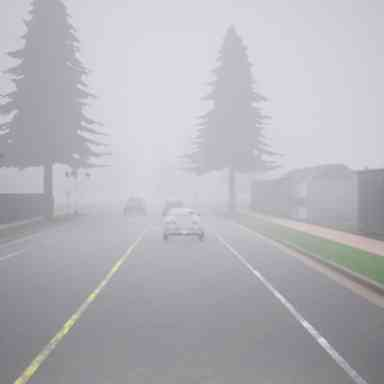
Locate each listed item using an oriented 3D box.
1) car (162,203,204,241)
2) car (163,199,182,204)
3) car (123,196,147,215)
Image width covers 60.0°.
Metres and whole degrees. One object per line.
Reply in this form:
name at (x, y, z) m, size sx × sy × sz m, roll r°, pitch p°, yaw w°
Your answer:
car at (-0.511, 1.500, 16.623) m, size 1.812 × 1.442 × 4.674 m, roll 0°, pitch 0°, yaw -5°
car at (-1.786, 1.443, 32.107) m, size 2.128 × 1.511 × 4.902 m, roll 0°, pitch 0°, yaw -5°
car at (-5.523, 1.228, 32.627) m, size 2.097 × 1.767 × 4.553 m, roll 0°, pitch 0°, yaw -7°
